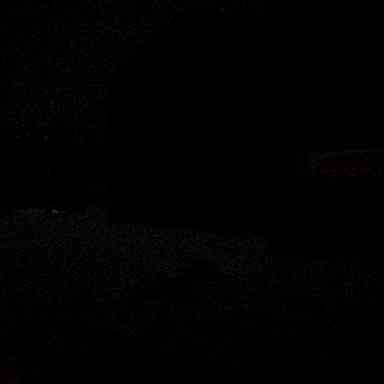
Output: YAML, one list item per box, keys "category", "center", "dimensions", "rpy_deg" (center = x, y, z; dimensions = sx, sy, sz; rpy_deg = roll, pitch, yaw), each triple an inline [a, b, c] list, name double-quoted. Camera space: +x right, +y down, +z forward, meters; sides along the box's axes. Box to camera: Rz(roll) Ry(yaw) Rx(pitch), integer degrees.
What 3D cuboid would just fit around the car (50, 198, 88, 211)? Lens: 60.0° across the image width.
- category: "car"
  center: [-14.230, 1.419, 38.518]
  dimensions: [1.994, 1.385, 4.181]
  rpy_deg: [0, 0, 36]
